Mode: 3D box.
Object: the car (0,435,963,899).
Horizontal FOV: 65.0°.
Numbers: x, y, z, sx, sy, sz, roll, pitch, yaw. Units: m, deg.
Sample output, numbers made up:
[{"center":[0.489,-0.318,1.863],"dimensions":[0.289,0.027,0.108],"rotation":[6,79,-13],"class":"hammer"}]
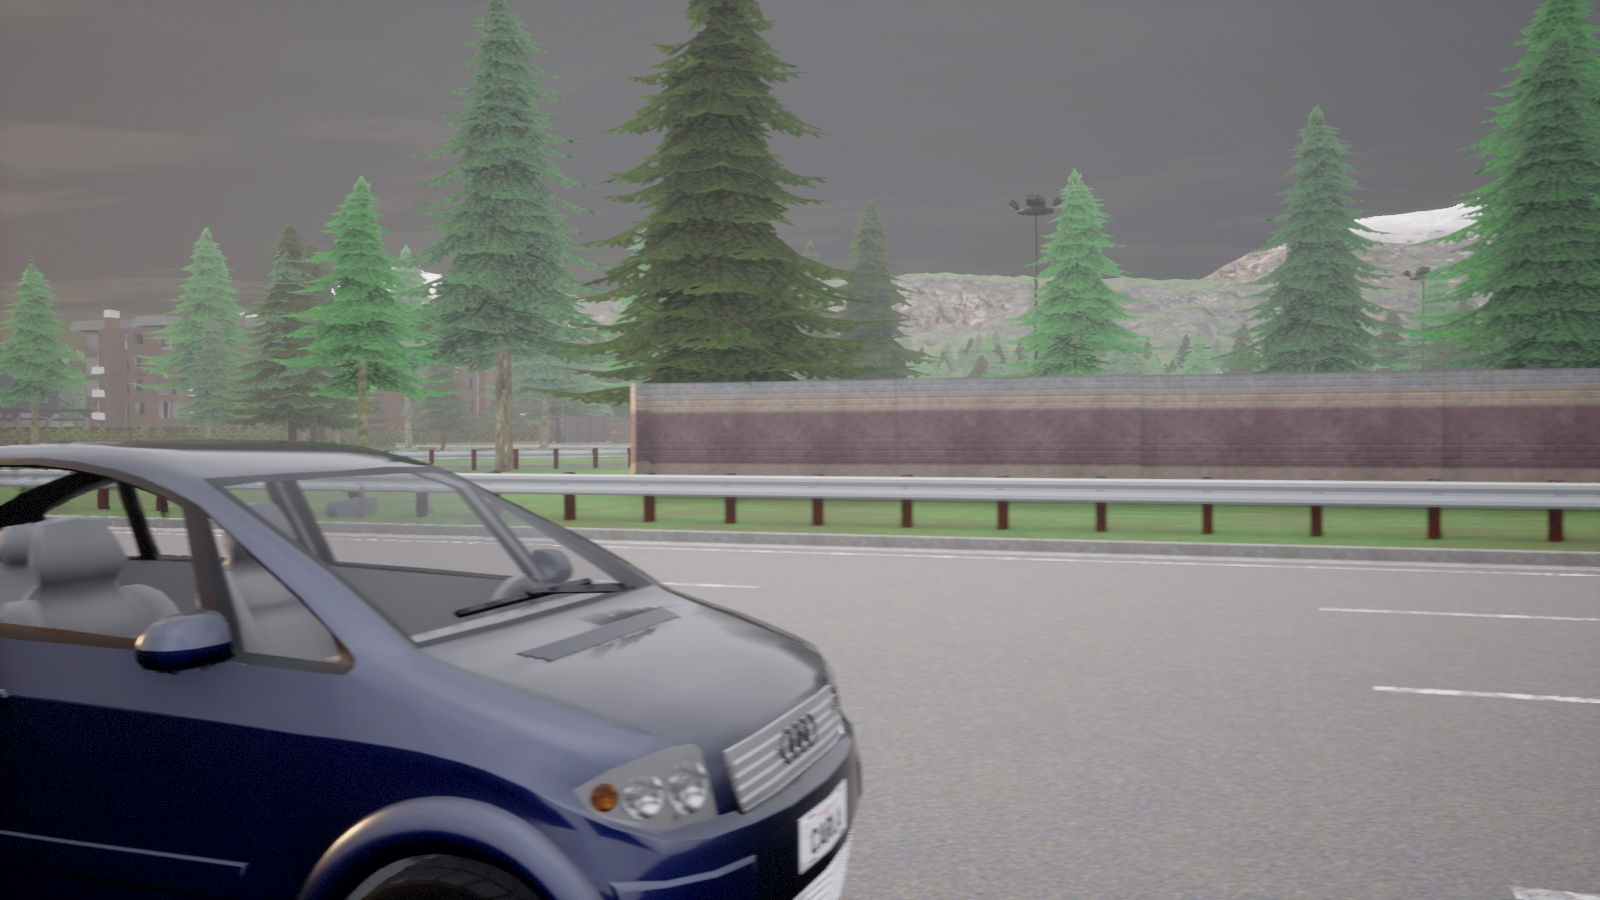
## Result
[{"center":[-1.529,0.740,3.708],"dimensions":[3.705,1.549,1.789],"rotation":[0,1,19],"class":"car"}]
